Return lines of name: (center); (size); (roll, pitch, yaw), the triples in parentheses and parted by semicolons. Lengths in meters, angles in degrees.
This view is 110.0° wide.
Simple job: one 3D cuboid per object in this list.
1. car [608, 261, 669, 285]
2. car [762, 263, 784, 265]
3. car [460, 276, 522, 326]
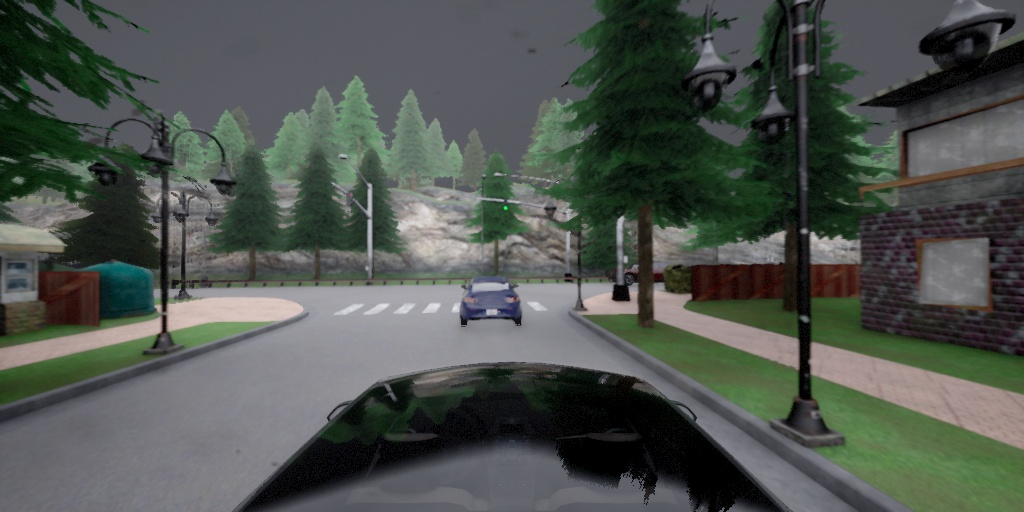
car: (9.258, 1.129, 25.690); (4.553, 1.767, 2.097); (0, -1, -7)
car: (19.282, 1.268, 26.871); (4.674, 1.442, 1.812); (0, -1, -7)
car: (-0.734, 1.376, 12.003); (1.812, 1.442, 4.674); (0, -1, -5)
